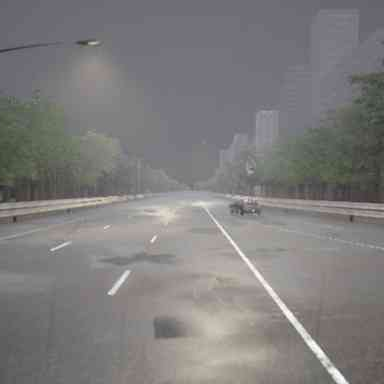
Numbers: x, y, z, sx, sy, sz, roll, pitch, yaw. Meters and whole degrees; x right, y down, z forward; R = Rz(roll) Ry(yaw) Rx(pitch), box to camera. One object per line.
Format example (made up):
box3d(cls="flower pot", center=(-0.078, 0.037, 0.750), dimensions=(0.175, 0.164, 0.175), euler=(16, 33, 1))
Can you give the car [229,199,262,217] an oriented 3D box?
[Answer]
box3d(cls="car", center=(4.716, 1.368, 30.110), dimensions=(2.128, 1.511, 4.902), euler=(0, 0, -10))
